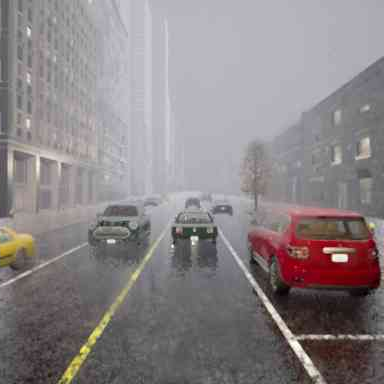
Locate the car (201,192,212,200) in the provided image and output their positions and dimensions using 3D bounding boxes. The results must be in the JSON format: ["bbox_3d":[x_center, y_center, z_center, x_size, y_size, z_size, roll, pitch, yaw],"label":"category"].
[{"bbox_3d":[2.718,1.004,63.941,2.192,1.841,5.009,1,0,0],"label":"car"}]

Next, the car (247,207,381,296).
[{"bbox_3d":[2.707,1.278,8.482,2.192,1.841,5.009,1,0,0],"label":"car"}]

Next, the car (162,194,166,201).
[{"bbox_3d":[-5.668,1.330,52.849,1.802,1.307,4.206,1,0,0],"label":"car"}]

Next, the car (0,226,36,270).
[{"bbox_3d":[-5.677,1.490,8.313,1.752,1.417,4.829,1,0,0],"label":"car"}]

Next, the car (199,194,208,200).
[{"bbox_3d":[2.718,1.161,80.580,1.947,1.339,4.313,1,0,0],"label":"car"}]

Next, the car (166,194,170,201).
[{"bbox_3d":[-5.662,1.100,69.485,1.967,1.590,4.097,1,0,0],"label":"car"}]

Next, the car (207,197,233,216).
[{"bbox_3d":[2.708,1.426,30.666,1.947,1.339,4.313,1,0,0],"label":"car"}]

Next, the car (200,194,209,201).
[{"bbox_3d":[2.717,1.172,75.034,1.887,1.381,4.507,1,0,0],"label":"car"}]

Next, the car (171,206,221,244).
[{"bbox_3d":[0.102,1.533,15.363,1.895,1.301,4.718,0,0,0],"label":"car"}]

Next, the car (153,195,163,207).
[{"bbox_3d":[-5.669,1.342,47.303,1.947,1.339,4.313,1,0,0],"label":"car"}]

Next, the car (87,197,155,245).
[{"bbox_3d":[-3.084,1.287,14.950,2.097,1.767,4.553,0,0,0],"label":"car"}]

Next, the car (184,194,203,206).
[{"bbox_3d":[0.110,1.299,43.840,1.837,1.490,4.892,0,0,0],"label":"car"}]

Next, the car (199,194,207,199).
[{"bbox_3d":[2.718,1.129,86.124,1.947,1.339,4.313,1,0,0],"label":"car"}]

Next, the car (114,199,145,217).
[{"bbox_3d":[-5.673,1.427,30.666,1.947,1.339,4.313,1,0,0],"label":"car"}]
